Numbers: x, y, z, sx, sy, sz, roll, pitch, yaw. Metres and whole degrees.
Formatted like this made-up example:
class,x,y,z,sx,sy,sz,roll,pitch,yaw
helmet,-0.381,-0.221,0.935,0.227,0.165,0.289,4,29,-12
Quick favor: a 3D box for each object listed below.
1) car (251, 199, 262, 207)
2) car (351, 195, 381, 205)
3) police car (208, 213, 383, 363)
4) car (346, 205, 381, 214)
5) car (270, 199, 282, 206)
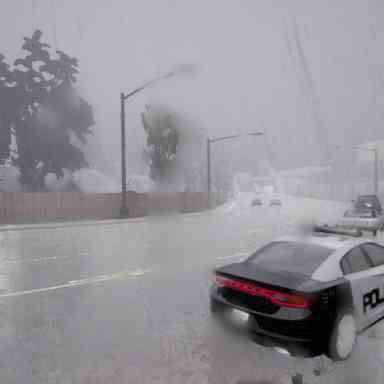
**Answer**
class,x,y,z,sx,sy,sz,roll,pitch,yaw
car,12.091,1.988,62.290,2.033,1.411,5.357,-1,-1,9
car,16.817,1.323,32.279,2.150,2.045,5.566,-1,0,21
police car,2.594,1.429,6.109,5.238,1.638,1.930,0,0,-41
car,9.798,1.643,19.086,1.895,1.301,4.718,0,0,36
car,15.546,1.997,61.750,1.895,1.301,4.718,-1,-1,9
